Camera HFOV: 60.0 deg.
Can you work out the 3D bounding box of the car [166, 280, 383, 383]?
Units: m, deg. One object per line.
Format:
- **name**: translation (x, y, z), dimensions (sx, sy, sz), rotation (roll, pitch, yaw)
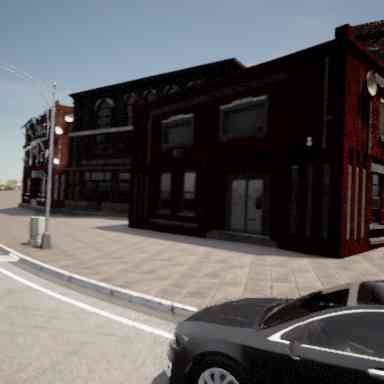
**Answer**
- **car**: translation (2.009, 1.703, 3.363), dimensions (4.892, 1.490, 1.837), rotation (0, -3, 31)
